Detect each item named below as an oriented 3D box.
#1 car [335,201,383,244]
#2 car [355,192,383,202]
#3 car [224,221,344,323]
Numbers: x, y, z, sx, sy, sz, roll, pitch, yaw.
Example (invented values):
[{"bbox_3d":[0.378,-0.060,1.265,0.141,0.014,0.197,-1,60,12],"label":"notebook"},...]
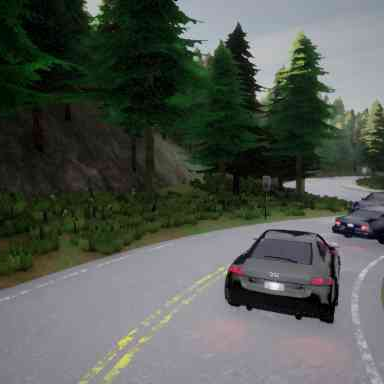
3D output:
[{"bbox_3d":[8.582,1.371,14.943,5.357,1.411,2.033,-1,5,-33],"label":"car"},{"bbox_3d":[11.896,0.798,20.868,4.553,1.767,2.097,-2,5,-31],"label":"car"},{"bbox_3d":[2.205,1.532,7.417,1.994,1.385,4.181,2,1,24],"label":"car"}]
